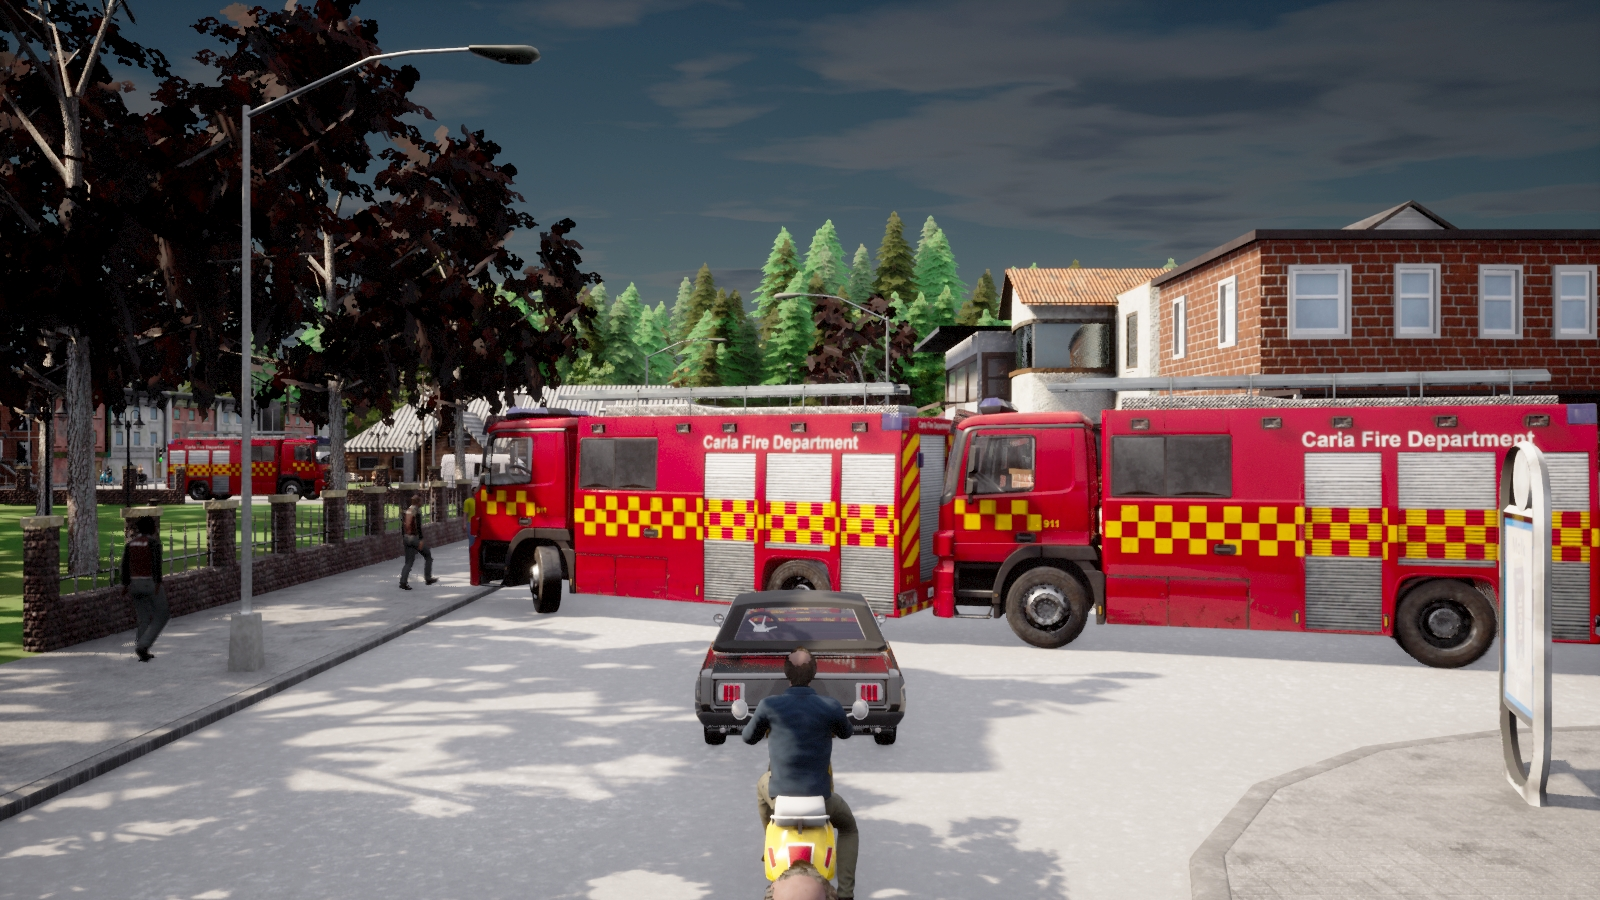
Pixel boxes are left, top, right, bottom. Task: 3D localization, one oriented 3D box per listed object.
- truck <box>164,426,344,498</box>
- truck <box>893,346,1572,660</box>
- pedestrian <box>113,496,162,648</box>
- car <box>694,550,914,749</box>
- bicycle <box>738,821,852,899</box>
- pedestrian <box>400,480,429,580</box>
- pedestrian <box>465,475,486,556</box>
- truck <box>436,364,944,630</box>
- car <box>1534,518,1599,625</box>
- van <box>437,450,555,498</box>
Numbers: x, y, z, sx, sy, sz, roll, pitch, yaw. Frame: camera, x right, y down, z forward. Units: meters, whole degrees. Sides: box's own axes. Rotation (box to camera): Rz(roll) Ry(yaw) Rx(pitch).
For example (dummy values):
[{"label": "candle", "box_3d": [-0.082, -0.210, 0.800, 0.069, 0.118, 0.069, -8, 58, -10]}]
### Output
[{"label": "truck", "box_3d": [-29.853, 0.645, 62.699, 8.468, 3.827, 2.891, 0, 0, 1]}, {"label": "truck", "box_3d": [5.818, 0.661, 16.606, 8.468, 3.827, 2.891, 0, 0, 17]}, {"label": "pedestrian", "box_3d": [-8.291, 1.519, 14.302, 0.375, 1.860, 0.375, 0, 0, 6]}, {"label": "car", "box_3d": [0.033, 1.930, 12.217, 1.895, 1.301, 4.718, 0, 0, 0]}, {"label": "bicycle", "box_3d": [-0.015, 1.938, 3.086, 0.329, 1.271, 1.835, 0, 0, 0]}, {"label": "pedestrian", "box_3d": [-7.319, 1.514, 21.712, 0.375, 1.860, 0.375, 0, 0, 34]}, {"label": "pedestrian", "box_3d": [-7.596, 1.514, 26.723, 0.375, 1.860, 0.375, 0, 0, -32]}, {"label": "truck", "box_3d": [-2.039, 0.664, 19.658, 8.468, 3.827, 2.891, 0, 0, 27]}, {"label": "car", "box_3d": [14.195, 1.835, 17.290, 4.792, 1.488, 2.163, 0, 0, 0]}, {"label": "van", "box_3d": [-16.613, 1.289, 62.612, 5.915, 2.561, 1.988, 0, 0, 0]}]
